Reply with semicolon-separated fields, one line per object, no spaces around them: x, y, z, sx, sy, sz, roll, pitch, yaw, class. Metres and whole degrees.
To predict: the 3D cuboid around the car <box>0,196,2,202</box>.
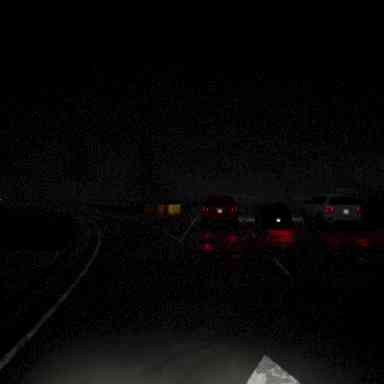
-41.746;1.479;71.414;4.674;1.442;1.812;0;0;44;car

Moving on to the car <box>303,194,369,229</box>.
8.757;1.145;21.194;2.150;2.045;5.566;0;0;4;car

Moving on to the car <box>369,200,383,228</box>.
12.282;1.261;21.463;2.097;1.767;4.553;0;0;4;car

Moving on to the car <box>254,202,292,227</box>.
5.322;1.440;22.260;1.837;1.490;4.892;0;0;4;car

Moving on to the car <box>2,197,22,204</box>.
-34.610;1.561;64.488;4.181;1.385;1.994;0;0;44;car

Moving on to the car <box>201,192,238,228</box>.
1.774;1.172;21.675;2.150;2.045;5.566;0;0;4;car
